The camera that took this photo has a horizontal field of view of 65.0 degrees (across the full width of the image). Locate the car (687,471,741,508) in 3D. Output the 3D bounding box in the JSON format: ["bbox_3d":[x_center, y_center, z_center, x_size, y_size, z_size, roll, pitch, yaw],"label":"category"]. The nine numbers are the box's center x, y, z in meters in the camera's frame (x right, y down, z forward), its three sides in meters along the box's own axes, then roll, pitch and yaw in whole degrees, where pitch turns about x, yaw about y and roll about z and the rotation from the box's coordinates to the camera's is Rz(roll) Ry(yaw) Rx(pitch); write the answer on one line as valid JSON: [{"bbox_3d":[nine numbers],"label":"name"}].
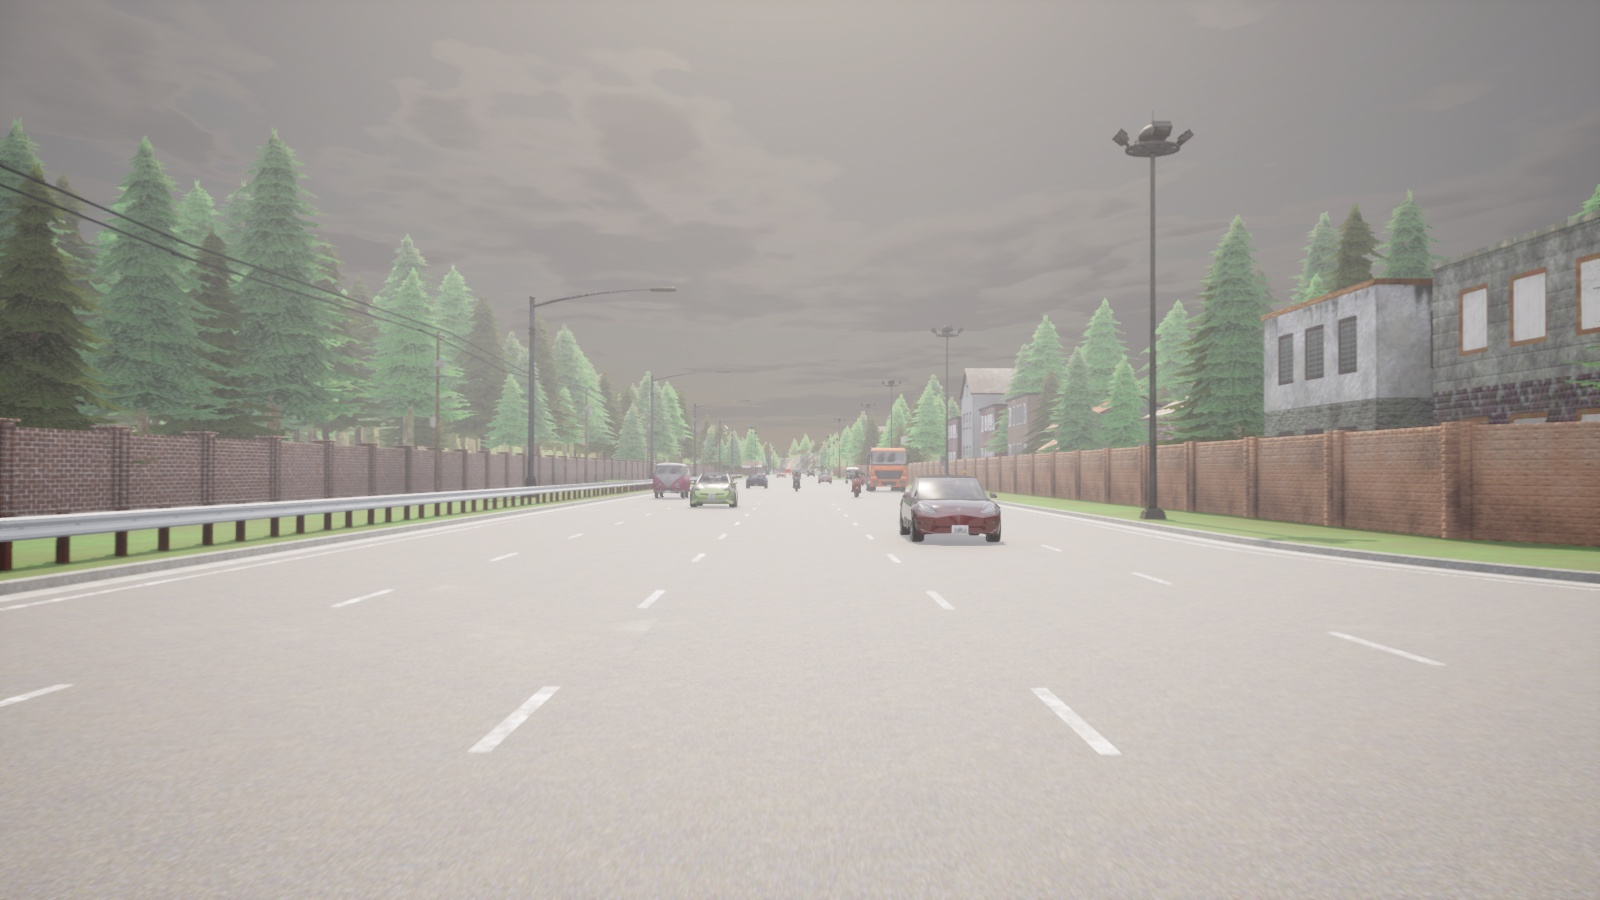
[{"bbox_3d":[-3.632,1.677,53.924,2.007,1.525,4.514,0,-1,0],"label":"car"}]

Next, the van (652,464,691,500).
[{"bbox_3d":[-7.173,1.775,70.495,1.775,1.987,4.442,0,-1,0],"label":"van"}]

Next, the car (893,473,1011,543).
[{"bbox_3d":[3.428,1.290,29.248,2.163,1.488,4.792,0,-1,0],"label":"car"}]
